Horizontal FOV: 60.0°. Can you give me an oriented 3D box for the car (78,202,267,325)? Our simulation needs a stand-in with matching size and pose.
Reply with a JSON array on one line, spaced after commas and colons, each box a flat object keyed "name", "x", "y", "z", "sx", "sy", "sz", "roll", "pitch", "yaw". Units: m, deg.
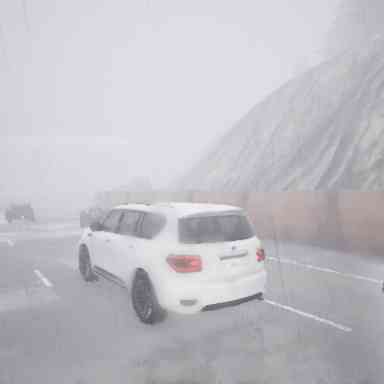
[{"name": "car", "x": -0.842, "y": 1.247, "z": 7.542, "sx": 2.150, "sy": 2.045, "sz": 5.566, "roll": 0, "pitch": 0, "yaw": -34}]

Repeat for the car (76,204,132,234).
[{"name": "car", "x": -5.635, "y": 1.572, "z": 20.724, "sx": 1.837, "sy": 1.490, "sz": 4.892, "roll": 0, "pitch": 0, "yaw": -34}]

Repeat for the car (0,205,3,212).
[{"name": "car", "x": -22.787, "y": 1.680, "z": 37.531, "sx": 1.994, "sy": 1.385, "sz": 4.181, "roll": 0, "pitch": 0, "yaw": -19}]

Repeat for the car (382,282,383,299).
[{"name": "car", "x": 5.414, "y": 1.493, "z": 4.606, "sx": 1.882, "sy": 1.535, "sz": 5.008, "roll": 0, "pitch": 0, "yaw": -34}]

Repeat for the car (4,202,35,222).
[{"name": "car", "x": -13.975, "y": 1.591, "z": 27.029, "sx": 1.837, "sy": 1.490, "sz": 4.892, "roll": -1, "pitch": 0, "yaw": -31}]
